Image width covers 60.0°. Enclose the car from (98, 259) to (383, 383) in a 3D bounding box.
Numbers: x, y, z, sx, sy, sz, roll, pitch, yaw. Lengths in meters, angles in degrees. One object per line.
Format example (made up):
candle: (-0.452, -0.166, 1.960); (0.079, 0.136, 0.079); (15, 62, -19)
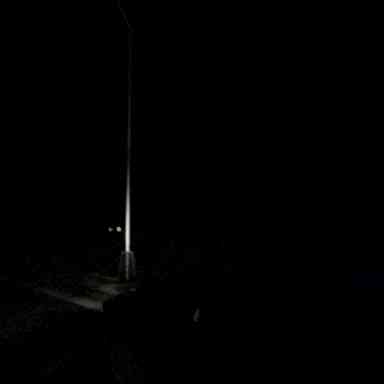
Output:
car: (1.104, 1.495, 3.554); (5.008, 1.535, 1.882); (0, 0, 35)
